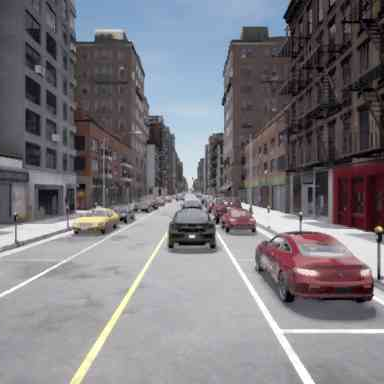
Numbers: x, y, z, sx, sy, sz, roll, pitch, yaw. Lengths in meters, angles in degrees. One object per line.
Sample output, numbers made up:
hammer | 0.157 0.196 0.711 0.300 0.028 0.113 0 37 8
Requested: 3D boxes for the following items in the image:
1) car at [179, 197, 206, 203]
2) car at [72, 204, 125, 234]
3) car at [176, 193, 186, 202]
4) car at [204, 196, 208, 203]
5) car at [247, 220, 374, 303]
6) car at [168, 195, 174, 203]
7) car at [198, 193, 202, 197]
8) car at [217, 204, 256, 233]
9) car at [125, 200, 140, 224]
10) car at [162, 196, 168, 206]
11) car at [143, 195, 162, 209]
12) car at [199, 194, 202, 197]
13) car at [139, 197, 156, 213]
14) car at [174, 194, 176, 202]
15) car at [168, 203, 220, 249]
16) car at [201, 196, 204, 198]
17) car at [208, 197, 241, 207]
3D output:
car | 0.000 1.505 29.650 1.837 1.490 4.892 0 0 0
car | -5.388 1.519 19.090 1.752 1.417 4.829 0 0 0
car | -2.750 1.494 76.743 1.994 1.385 4.181 0 0 0
car | 2.638 1.423 36.310 1.967 1.590 4.097 0 0 0
car | 2.637 1.579 7.903 1.802 1.307 4.206 0 0 0
car | -5.387 1.541 70.396 1.802 1.307 4.206 0 0 0
car | 2.638 1.484 70.567 1.752 1.417 4.829 0 0 0
car | 2.638 1.576 19.266 1.802 1.307 4.206 0 0 0
car | -5.387 1.556 24.942 1.947 1.339 4.313 0 0 0
car | -5.387 1.411 53.351 1.967 1.590 4.097 0 0 0
car | -5.387 1.294 41.987 2.192 1.841 5.009 0 0 0
car | 2.638 1.533 59.035 1.947 1.339 4.313 0 0 0
car | -5.387 1.548 36.305 1.947 1.339 4.313 0 0 0
car | -5.387 1.505 76.078 2.008 1.369 4.403 0 0 0
car | 0.000 1.481 14.650 1.882 1.535 5.008 0 0 0
car | 2.638 1.526 47.672 2.008 1.369 4.403 0 0 0
car | 2.638 1.305 24.948 2.192 1.841 5.009 0 0 0
